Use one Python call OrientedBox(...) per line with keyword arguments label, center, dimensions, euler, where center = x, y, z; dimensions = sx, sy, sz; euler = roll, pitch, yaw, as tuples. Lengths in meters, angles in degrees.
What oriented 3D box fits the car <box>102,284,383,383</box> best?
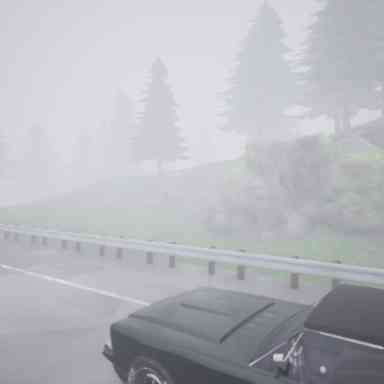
OrientedBox(label="car", center=(1.363, 1.601, 3.021), dimensions=(4.718, 1.301, 1.895), euler=(0, 0, 35))
